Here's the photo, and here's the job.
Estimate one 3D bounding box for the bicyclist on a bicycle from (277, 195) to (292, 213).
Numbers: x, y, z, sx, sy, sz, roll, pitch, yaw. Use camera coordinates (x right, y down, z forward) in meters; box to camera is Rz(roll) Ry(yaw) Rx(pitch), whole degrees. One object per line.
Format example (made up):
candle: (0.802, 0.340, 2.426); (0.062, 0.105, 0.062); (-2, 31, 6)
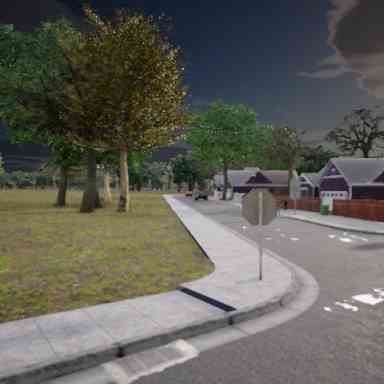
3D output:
bicyclist on a bicycle: (8.351, 1.121, 30.505); (1.656, 1.620, 0.582); (0, 1, -6)

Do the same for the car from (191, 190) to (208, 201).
car: (1.752, 0.689, 65.111); (2.150, 2.045, 5.566); (0, 1, -6)

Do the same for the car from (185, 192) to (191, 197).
car: (-0.792, 0.623, 89.730); (1.882, 1.535, 5.008); (0, 1, -6)
